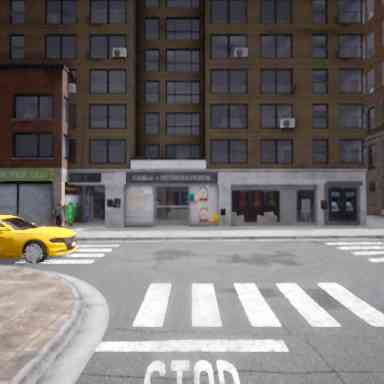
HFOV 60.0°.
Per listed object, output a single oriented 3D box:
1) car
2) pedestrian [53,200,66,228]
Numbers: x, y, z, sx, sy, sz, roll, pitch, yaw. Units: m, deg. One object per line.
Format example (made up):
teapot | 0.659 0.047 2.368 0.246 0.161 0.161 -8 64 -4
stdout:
car | -6.489 1.509 11.213 5.008 1.535 1.882 -1 -1 0
pedestrian | -6.835 1.288 17.078 0.375 1.860 0.375 0 0 0
